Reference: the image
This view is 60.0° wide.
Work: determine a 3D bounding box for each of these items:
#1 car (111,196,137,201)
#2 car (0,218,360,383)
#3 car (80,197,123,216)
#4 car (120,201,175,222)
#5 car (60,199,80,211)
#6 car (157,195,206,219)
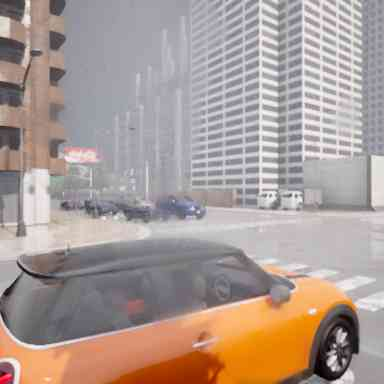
[{"bbox_3d":[-6.862,1.539,36.496,1.837,1.490,4.892,0,0,-36],"label":"car"},{"bbox_3d":[-0.006,1.349,3.967,4.553,1.767,2.097,0,0,-35],"label":"car"},{"bbox_3d":[-9.323,1.586,33.932,2.033,1.411,5.357,0,0,-36],"label":"car"},{"bbox_3d":[-3.606,1.640,26.164,1.895,1.301,4.718,0,0,-36],"label":"car"},{"bbox_3d":[-15.195,1.602,41.963,1.994,1.385,4.181,0,0,-35],"label":"car"},{"bbox_3d":[-1.132,1.257,28.708,2.150,2.045,5.566,0,0,-36],"label":"car"}]
